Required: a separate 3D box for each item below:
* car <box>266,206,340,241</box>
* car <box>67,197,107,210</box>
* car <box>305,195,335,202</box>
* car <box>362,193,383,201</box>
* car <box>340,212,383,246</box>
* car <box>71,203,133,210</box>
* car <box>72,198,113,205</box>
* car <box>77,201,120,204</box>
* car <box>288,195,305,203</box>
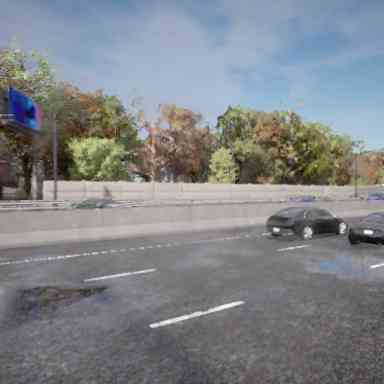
[{"bbox_3d":[5.797,1.463,16.470,4.892,1.490,1.837,0,0,-35],"label":"car"},{"bbox_3d":[-9.428,1.320,31.648,4.553,1.767,2.097,0,0,-35],"label":"car"},{"bbox_3d":[18.593,1.440,47.265,4.674,1.442,1.812,0,0,-35],"label":"car"},{"bbox_3d":[27.503,1.129,49.303,5.566,2.045,2.150,0,0,-35],"label":"car"},{"bbox_3d":[8.471,1.520,14.075,4.181,1.385,1.994,0,0,-36],"label":"car"},{"bbox_3d":[-5.079,1.575,21.858,4.718,1.301,1.895,0,0,-35],"label":"car"},{"bbox_3d":[-7.532,1.495,28.703,4.674,1.442,1.812,0,0,-35],"label":"car"},{"bbox_3d":[-6.149,1.572,25.393,4.718,1.301,1.895,0,0,-35],"label":"car"},{"bbox_3d":[16.521,1.267,50.087,4.553,1.767,2.097,0,0,-35],"label":"car"}]
